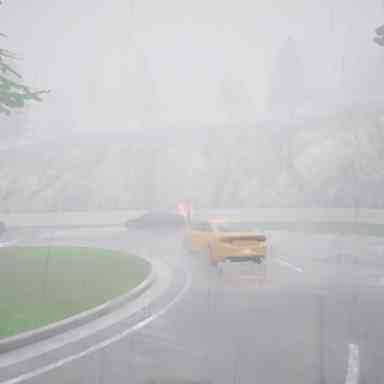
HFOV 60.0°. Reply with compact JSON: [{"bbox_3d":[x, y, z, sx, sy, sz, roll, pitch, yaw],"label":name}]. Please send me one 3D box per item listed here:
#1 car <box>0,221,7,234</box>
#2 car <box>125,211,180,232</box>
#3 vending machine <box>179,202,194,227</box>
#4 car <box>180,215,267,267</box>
[{"bbox_3d":[-14.611,2.326,21.270,4.892,1.490,1.837,0,-3,-25],"label":"car"},{"bbox_3d":[-2.792,2.212,25.375,4.892,1.490,1.837,-2,-3,21],"label":"car"},{"bbox_3d":[-0.494,1.952,29.019,0.880,2.100,1.100,-2,-2,22],"label":"vending machine"},{"bbox_3d":[1.099,1.797,12.967,1.882,1.535,5.008,0,-2,-15],"label":"car"}]
